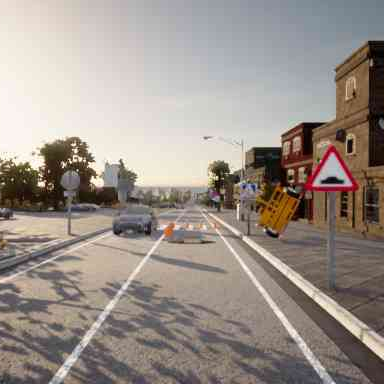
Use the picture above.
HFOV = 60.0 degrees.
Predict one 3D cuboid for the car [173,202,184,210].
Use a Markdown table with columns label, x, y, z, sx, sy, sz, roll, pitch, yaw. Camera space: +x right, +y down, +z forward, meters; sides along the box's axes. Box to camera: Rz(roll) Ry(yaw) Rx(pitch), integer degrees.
| label | x | y | z | sx | sy | sz | roll | pitch | yaw |
| --- | --- | --- | --- | --- | --- | --- | --- | --- | --- |
| car | -3.004 | 3.708 | 84.289 | 2.128 | 1.511 | 4.902 | 0 | -2 | 0 |

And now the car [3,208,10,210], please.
| label | x | y | z | sx | sy | sz | roll | pitch | yaw |
| --- | --- | --- | --- | --- | --- | --- | --- | --- | --- |
| car | -21.939 | 2.046 | 36.108 | 4.553 | 1.767 | 2.185 | 0 | -2 | 0 |

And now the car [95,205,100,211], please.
| label | x | y | z | sx | sy | sz | roll | pitch | yaw |
| --- | --- | --- | --- | --- | --- | --- | --- | --- | --- |
| car | -21.777 | 3.132 | 66.974 | 5.008 | 1.535 | 2.097 | 0 | -2 | 0 |

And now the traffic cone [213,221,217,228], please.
| label | x | y | z | sx | sy | sz | roll | pitch | yaw |
| --- | --- | --- | --- | --- | --- | --- | --- | --- | --- |
| traffic cone | 1.644 | 2.305 | 23.803 | 0.340 | 0.580 | 0.340 | 0 | -2 | 0 |

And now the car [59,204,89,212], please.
| label | x | y | z | sx | sy | sz | roll | pitch | yaw |
| --- | --- | --- | --- | --- | --- | --- | --- | --- | --- |
| car | -21.798 | 2.968 | 60.427 | 4.674 | 1.452 | 2.002 | 0 | -2 | 0 |

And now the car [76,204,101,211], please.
| label | x | y | z | sx | sy | sz | roll | pitch | yaw |
| --- | --- | --- | --- | --- | --- | --- | --- | --- | --- |
| car | -21.755 | 3.270 | 70.120 | 4.674 | 1.452 | 2.002 | 0 | -2 | 0 |

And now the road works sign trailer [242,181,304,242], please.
| label | x | y | z | sx | sy | sz | roll | pitch | yaw |
| --- | --- | --- | --- | --- | --- | --- | --- | --- | --- |
| road works sign trailer | 4.244 | 0.581 | 16.464 | 2.880 | 2.380 | 3.560 | 33 | 17 | 31 |

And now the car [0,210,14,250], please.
| label | x | y | z | sx | sy | sz | roll | pitch | yaw |
| --- | --- | --- | --- | --- | --- | --- | --- | --- | --- |
| car | -9.365 | 1.558 | 11.553 | 5.366 | 1.575 | 1.946 | 0 | -1 | 0 |

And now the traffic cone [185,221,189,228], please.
| label | x | y | z | sx | sy | sz | roll | pitch | yaw |
| --- | --- | --- | --- | --- | --- | --- | --- | --- | --- |
| traffic cone | -0.354 | 2.305 | 23.806 | 0.340 | 0.580 | 0.340 | 0 | -2 | 0 |

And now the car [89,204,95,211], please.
| label | x | y | z | sx | sy | sz | roll | pitch | yaw |
| --- | --- | --- | --- | --- | --- | --- | --- | --- | --- |
| car | -21.781 | 3.031 | 63.702 | 4.892 | 1.521 | 2.231 | 0 | -2 | 0 |

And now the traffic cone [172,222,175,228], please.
| label | x | y | z | sx | sy | sz | roll | pitch | yaw |
| --- | --- | --- | --- | --- | --- | --- | --- | --- | --- |
| traffic cone | -1.360 | 2.198 | 19.807 | 0.340 | 0.580 | 0.340 | 0 | -1 | 0 |

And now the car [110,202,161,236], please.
| label | x | y | z | sx | sy | sz | roll | pitch | yaw |
| --- | --- | --- | --- | --- | --- | --- | --- | --- | --- |
| car | -3.326 | 1.601 | 20.114 | 2.097 | 1.767 | 4.553 | 0 | -1 | 0 |

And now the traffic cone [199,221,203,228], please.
| label | x | y | z | sx | sy | sz | roll | pitch | yaw |
| --- | --- | --- | --- | --- | --- | --- | --- | --- | --- |
| traffic cone | 0.645 | 2.305 | 23.804 | 0.340 | 0.580 | 0.340 | 0 | -2 | 0 |

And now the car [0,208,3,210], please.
| label | x | y | z | sx | sy | sz | roll | pitch | yaw |
| --- | --- | --- | --- | --- | --- | --- | --- | --- | --- |
| car | -21.880 | 2.115 | 32.934 | 4.674 | 1.452 | 2.002 | 0 | -2 | 0 |
